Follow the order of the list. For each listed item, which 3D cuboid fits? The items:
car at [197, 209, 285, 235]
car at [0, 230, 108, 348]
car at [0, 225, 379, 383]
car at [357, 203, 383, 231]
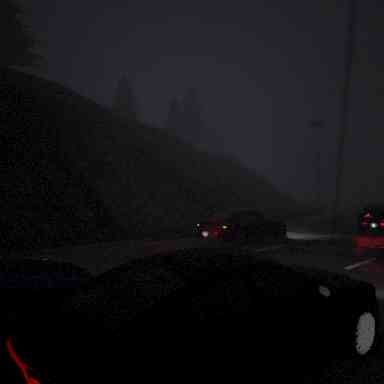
[{"bbox_3d":[2.251,1.451,14.598,4.674,1.442,1.812,-1,0,-41],"label":"car"},{"bbox_3d":[-4.233,1.567,5.035,5.357,1.411,2.033,-1,0,-36],"label":"car"},{"bbox_3d":[0.431,1.459,4.154,5.008,1.535,1.882,-1,0,-36],"label":"car"},{"bbox_3d":[10.484,1.345,18.021,1.837,1.490,4.892,0,1,42],"label":"car"}]
